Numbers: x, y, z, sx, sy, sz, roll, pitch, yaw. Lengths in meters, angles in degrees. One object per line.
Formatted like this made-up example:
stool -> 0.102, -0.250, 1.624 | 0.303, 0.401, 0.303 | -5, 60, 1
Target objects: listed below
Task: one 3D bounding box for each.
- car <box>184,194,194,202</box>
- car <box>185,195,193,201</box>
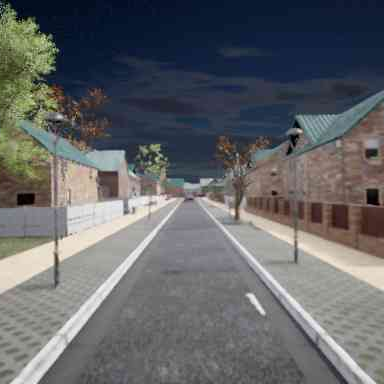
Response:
car -> -0.598, 1.235, 72.838 | 2.097, 1.767, 4.553 | -1, 0, 0
car -> -0.676, 1.500, 82.544 | 1.994, 1.385, 4.181 | -1, 0, 0
